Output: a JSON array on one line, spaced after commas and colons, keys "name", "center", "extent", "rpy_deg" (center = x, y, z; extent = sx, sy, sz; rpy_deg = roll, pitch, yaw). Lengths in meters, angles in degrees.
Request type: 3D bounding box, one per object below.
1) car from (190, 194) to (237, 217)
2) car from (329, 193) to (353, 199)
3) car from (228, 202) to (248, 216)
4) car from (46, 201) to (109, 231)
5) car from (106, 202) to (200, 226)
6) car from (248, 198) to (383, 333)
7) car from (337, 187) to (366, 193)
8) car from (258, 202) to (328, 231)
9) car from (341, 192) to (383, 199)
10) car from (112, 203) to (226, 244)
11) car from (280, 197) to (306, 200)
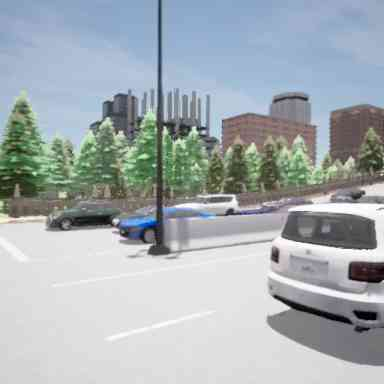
[{"name": "car", "center": [1.235, 1.232, 26.258], "extent": [5.566, 2.045, 2.150], "rpy_deg": [-1, 1, -35]}, {"name": "car", "center": [13.406, 1.110, 30.575], "extent": [4.718, 1.301, 1.895], "rpy_deg": [-5, 3, -35]}, {"name": "car", "center": [5.289, 1.563, 24.834], "extent": [4.718, 1.301, 1.895], "rpy_deg": [-2, 1, -35]}, {"name": "car", "center": [-6.620, 1.374, 20.799], "extent": [4.553, 1.767, 2.097], "rpy_deg": [0, 0, -34]}, {"name": "car", "center": [-2.179, 1.517, 19.576], "extent": [4.902, 1.511, 2.128], "rpy_deg": [0, 0, -35]}, {"name": "car", "center": [3.917, 1.239, 6.535], "extent": [5.566, 2.045, 2.150], "rpy_deg": [0, 0, -35]}, {"name": "car", "center": [17.942, 0.316, 38.051], "extent": [5.008, 1.535, 1.882], "rpy_deg": [-7, 4, -35]}, {"name": "car", "center": [6.595, 1.510, 21.489], "extent": [4.674, 1.442, 1.812], "rpy_deg": [-1, 1, -35]}, {"name": "car", "center": [14.662, 1.047, 27.178], "extent": [5.008, 1.535, 1.882], "rpy_deg": [-4, 3, -35]}, {"name": "car", "center": [-1.011, 1.500, 16.123], "extent": [5.008, 1.535, 1.882], "rpy_deg": [0, 0, -35]}, {"name": "car", "center": [9.487, 1.201, 32.095], "extent": [5.357, 1.411, 2.033], "rpy_deg": [-4, 2, -35]}]
